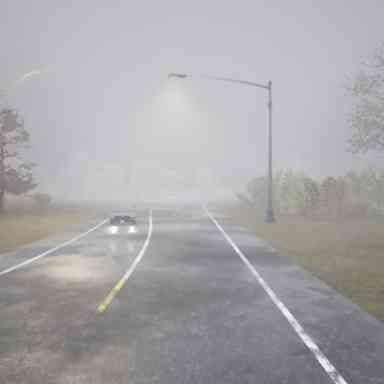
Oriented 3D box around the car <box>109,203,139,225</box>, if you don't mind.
[{"bbox_3d":[-4.839,1.537,24.293,2.033,1.411,5.357,0,0,-7],"label":"car"}]
